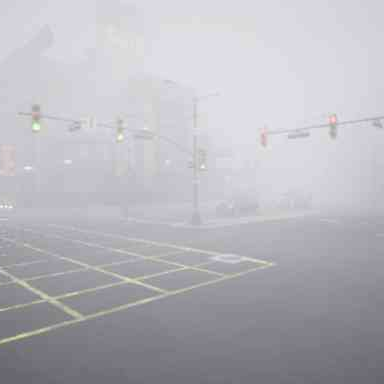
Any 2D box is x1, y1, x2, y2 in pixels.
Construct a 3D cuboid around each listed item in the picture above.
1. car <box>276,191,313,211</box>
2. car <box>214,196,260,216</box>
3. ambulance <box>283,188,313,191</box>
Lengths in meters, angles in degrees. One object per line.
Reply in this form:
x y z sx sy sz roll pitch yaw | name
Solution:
11.331 1.076 36.697 4.553 1.767 2.097 -1 0 -43 | car
4.069 1.172 29.755 4.553 1.767 2.097 -1 0 -44 | car
13.495 0.702 43.575 6.366 2.431 2.351 -1 0 -44 | ambulance
